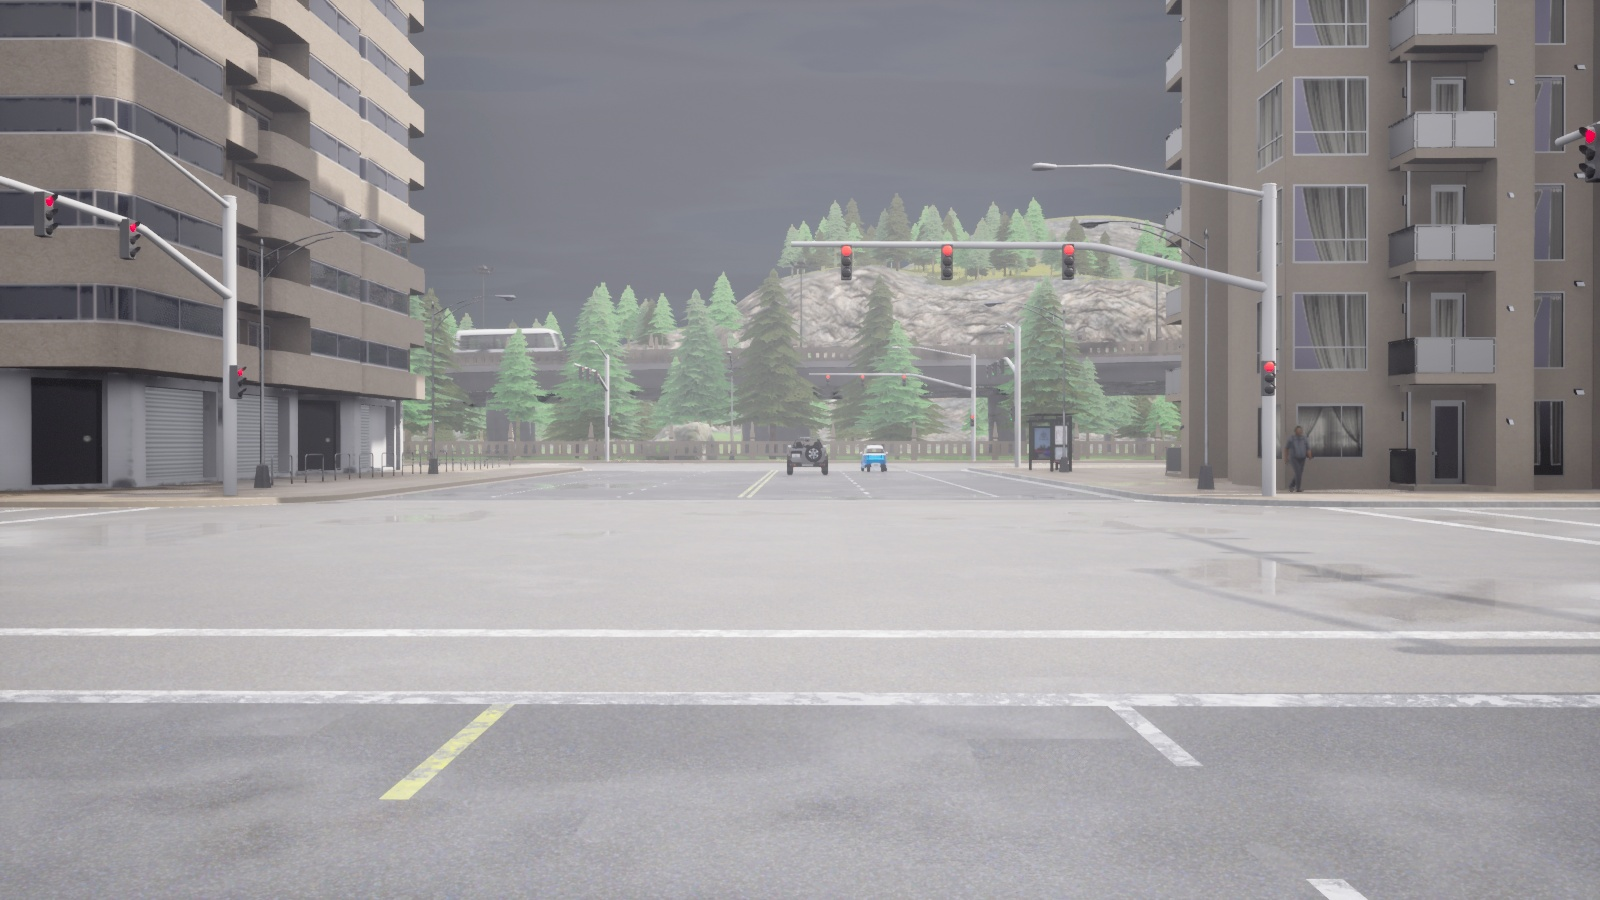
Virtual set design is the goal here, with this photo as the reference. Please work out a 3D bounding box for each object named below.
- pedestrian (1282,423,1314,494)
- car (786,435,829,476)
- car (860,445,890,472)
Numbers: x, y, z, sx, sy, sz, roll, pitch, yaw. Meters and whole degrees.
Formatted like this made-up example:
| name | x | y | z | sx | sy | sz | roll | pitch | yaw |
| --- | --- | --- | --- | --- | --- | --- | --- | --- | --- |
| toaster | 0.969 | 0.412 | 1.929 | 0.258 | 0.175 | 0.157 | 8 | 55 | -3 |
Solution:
| name | x | y | z | sx | sy | sz | roll | pitch | yaw |
| --- | --- | --- | --- | --- | --- | --- | --- | --- | --- |
| pedestrian | 13.174 | 0.228 | 33.233 | 0.540 | 1.848 | 0.694 | 0 | 0 | -2 |
| car | 0.350 | 0.229 | 59.258 | 1.932 | 1.855 | 4.605 | 0 | 0 | 0 |
| car | 3.885 | 0.436 | 65.278 | 1.481 | 1.376 | 2.207 | 0 | 1 | 1 |
